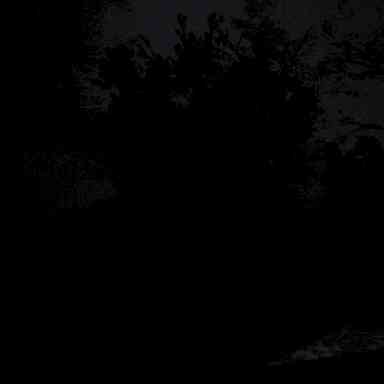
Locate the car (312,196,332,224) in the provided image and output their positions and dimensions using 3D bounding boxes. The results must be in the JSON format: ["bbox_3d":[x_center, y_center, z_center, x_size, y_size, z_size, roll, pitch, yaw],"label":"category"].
[{"bbox_3d":[11.085,1.184,22.520,5.566,2.045,2.435,0,-1,-35],"label":"car"}]

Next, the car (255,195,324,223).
[{"bbox_3d":[7.978,1.271,27.012,5.566,2.045,2.435,0,-1,-35],"label":"car"}]

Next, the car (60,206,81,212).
[{"bbox_3d":[-30.836,4.313,84.189,4.674,1.452,2.002,0,-2,-34],"label":"car"}]

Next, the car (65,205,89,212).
[{"bbox_3d":[-27.256,3.984,78.867,4.892,1.521,2.231,0,-2,-34],"label":"car"}]

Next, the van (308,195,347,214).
[{"bbox_3d":[15.396,1.322,37.634,4.442,1.987,1.878,0,-1,-34],"label":"van"}]

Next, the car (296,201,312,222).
[{"bbox_3d":[9.552,1.477,24.700,4.892,1.521,2.231,0,-1,-35],"label":"car"}]

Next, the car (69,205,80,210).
[{"bbox_3d":[-25.431,3.875,76.148,4.674,1.452,2.002,0,-2,-34],"label":"car"}]

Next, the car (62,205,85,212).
[{"bbox_3d":[-29.089,4.131,81.575,5.008,1.535,2.097,0,-2,-34],"label":"car"}]

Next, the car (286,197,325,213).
[{"bbox_3d":[13.752,1.495,40.186,4.553,1.767,2.185,0,-1,-34],"label":"car"}]
